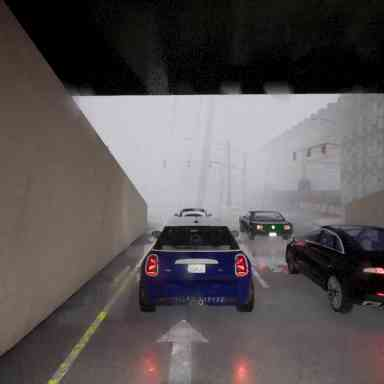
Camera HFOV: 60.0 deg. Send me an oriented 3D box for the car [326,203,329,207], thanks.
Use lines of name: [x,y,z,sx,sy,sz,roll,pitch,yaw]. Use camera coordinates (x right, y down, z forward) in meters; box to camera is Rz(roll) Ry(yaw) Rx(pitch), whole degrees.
car: [17.516,1.453,39.366,2.038,1.542,4.974,0,0,45]

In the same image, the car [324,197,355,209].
car: [17.552,1.295,39.403,1.853,1.218,4.536,0,0,45]

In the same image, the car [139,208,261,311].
car: [0.084,1.352,7.920,2.097,1.767,4.553,0,0,0]

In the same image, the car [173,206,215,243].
car: [0.069,1.526,16.972,1.812,1.442,4.674,0,0,0]

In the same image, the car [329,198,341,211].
car: [17.414,1.453,34.759,2.038,1.542,4.974,0,0,-35]

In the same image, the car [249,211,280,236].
car: [3.591,1.601,16.980,1.895,1.301,4.718,0,0,0]

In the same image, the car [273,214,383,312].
car: [3.583,1.492,7.654,2.128,1.511,4.902,0,0,0]
